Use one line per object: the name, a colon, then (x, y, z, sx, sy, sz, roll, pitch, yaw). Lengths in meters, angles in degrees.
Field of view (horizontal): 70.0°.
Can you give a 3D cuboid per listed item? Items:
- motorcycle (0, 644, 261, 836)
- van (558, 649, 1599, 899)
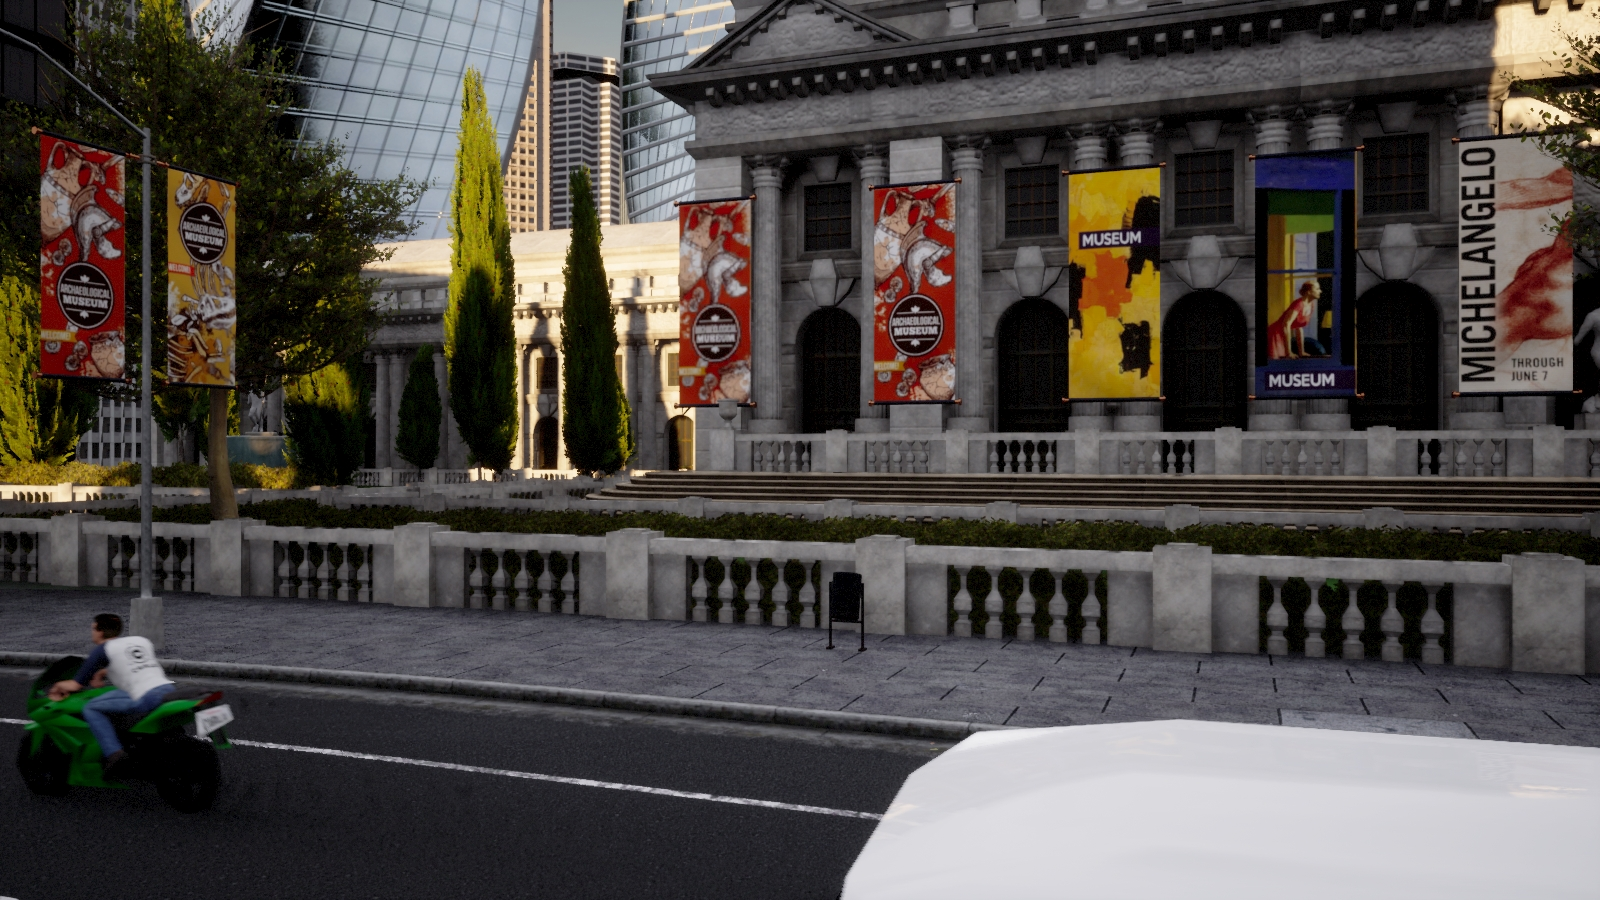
motorcycle: (-5.347, 2.213, 8.928, 2.033, 1.145, 0.803, 0, 1, 17)
van: (1.945, 1.782, 2.620, 4.480, 2.038, 2.069, 0, 0, 21)
